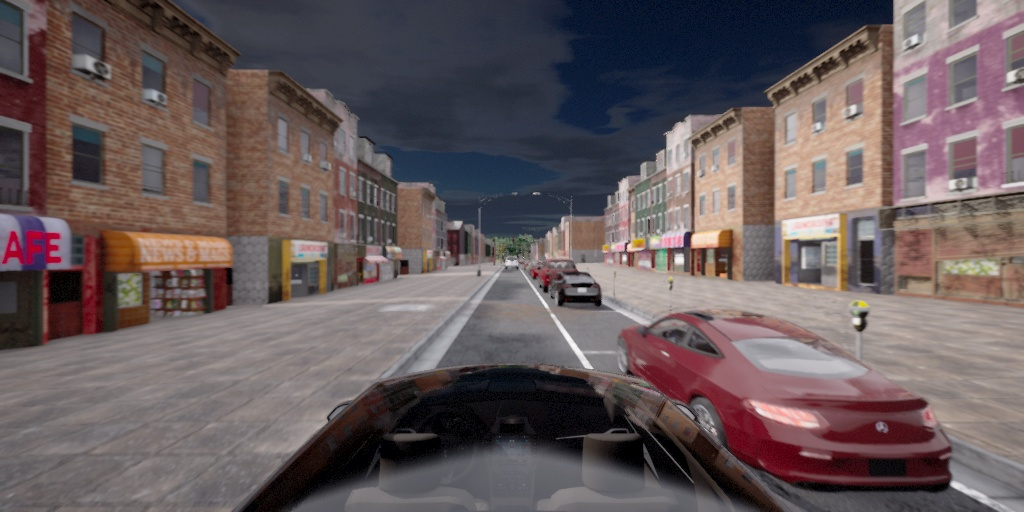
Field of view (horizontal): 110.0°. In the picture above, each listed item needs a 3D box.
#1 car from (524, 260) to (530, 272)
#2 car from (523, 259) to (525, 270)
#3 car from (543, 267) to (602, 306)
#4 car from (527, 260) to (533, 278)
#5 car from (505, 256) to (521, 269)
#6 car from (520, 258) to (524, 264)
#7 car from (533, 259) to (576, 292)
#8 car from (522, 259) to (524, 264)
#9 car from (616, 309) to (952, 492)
[{"bbox_3d":[2.628,1.367,37.388,1.948,1.339,4.313,0,0,0],"label":"car"},{"bbox_3d":[2.626,1.344,43.025,1.751,1.417,4.829,0,0,0],"label":"car"},{"bbox_3d":[2.634,1.323,15.521,1.948,1.339,4.313,0,0,0],"label":"car"},{"bbox_3d":[2.629,1.331,31.922,1.888,1.381,4.507,0,0,0],"label":"car"},{"bbox_3d":[-0.015,1.099,58.512,2.150,2.045,5.566,0,0,0],"label":"car"},{"bbox_3d":[2.623,1.298,53.788,1.967,1.591,4.097,0,0,0],"label":"car"},{"bbox_3d":[2.632,1.079,20.988,2.192,1.841,5.009,0,0,0],"label":"car"},{"bbox_3d":[2.625,1.419,48.322,1.802,1.307,4.207,0,0,0],"label":"car"},{"bbox_3d":[2.637,1.332,4.588,1.802,1.307,4.207,0,0,0],"label":"car"}]
